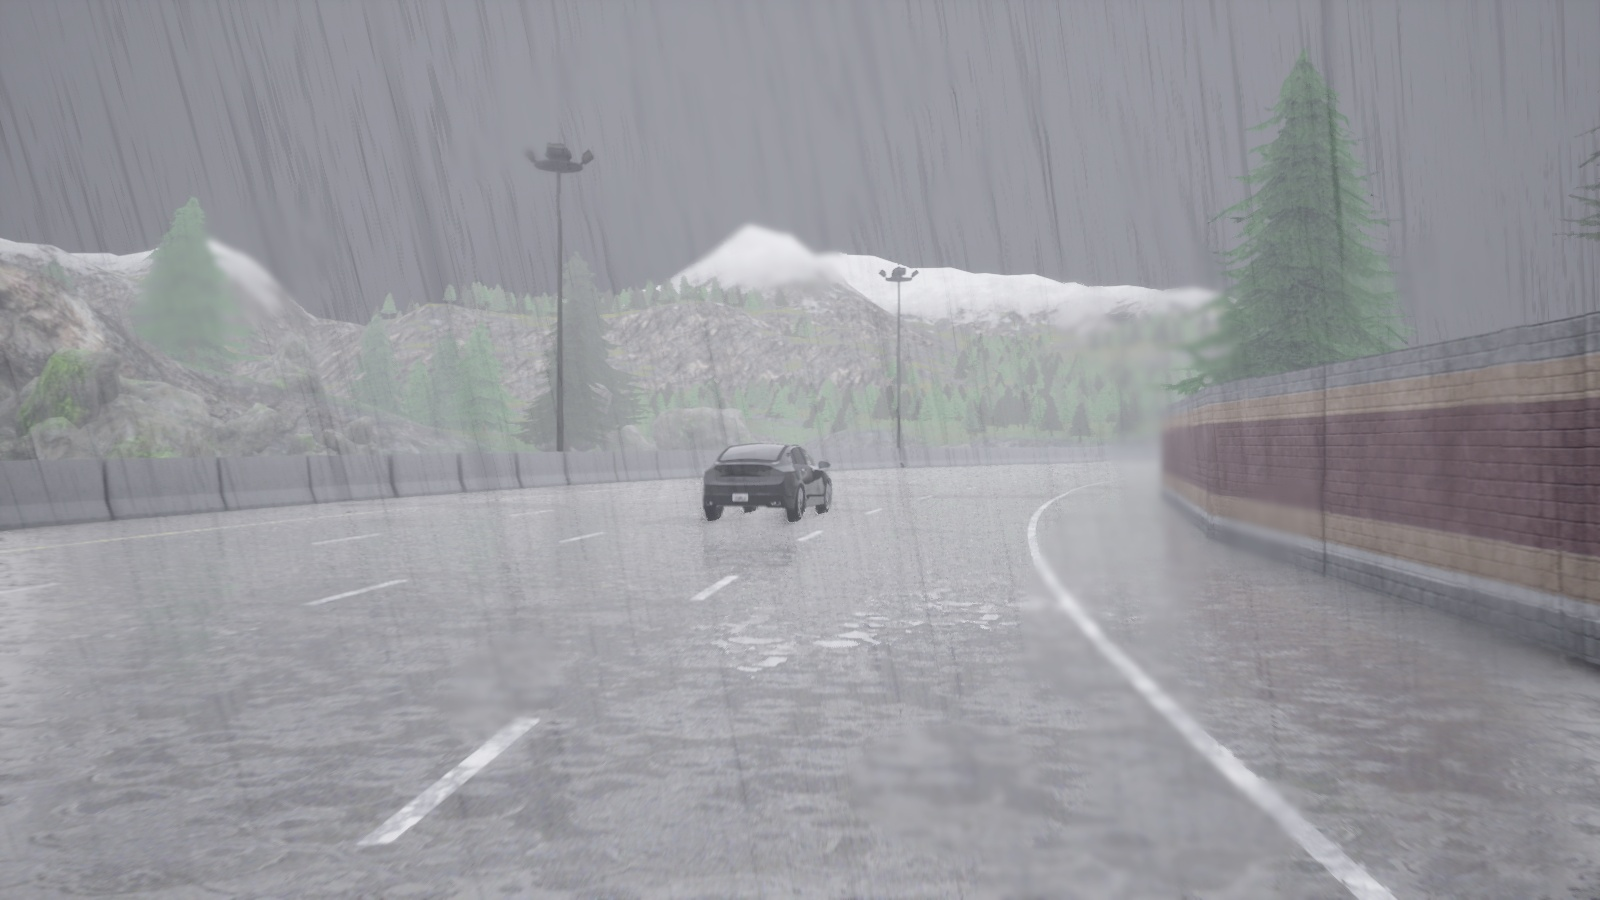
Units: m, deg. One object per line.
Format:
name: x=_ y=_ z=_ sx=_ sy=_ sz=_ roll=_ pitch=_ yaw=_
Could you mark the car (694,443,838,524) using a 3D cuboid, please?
car: x=-0.564 y=0.606 z=25.573 sx=1.837 sy=1.490 sz=4.892 roll=0 pitch=0 yaw=12
